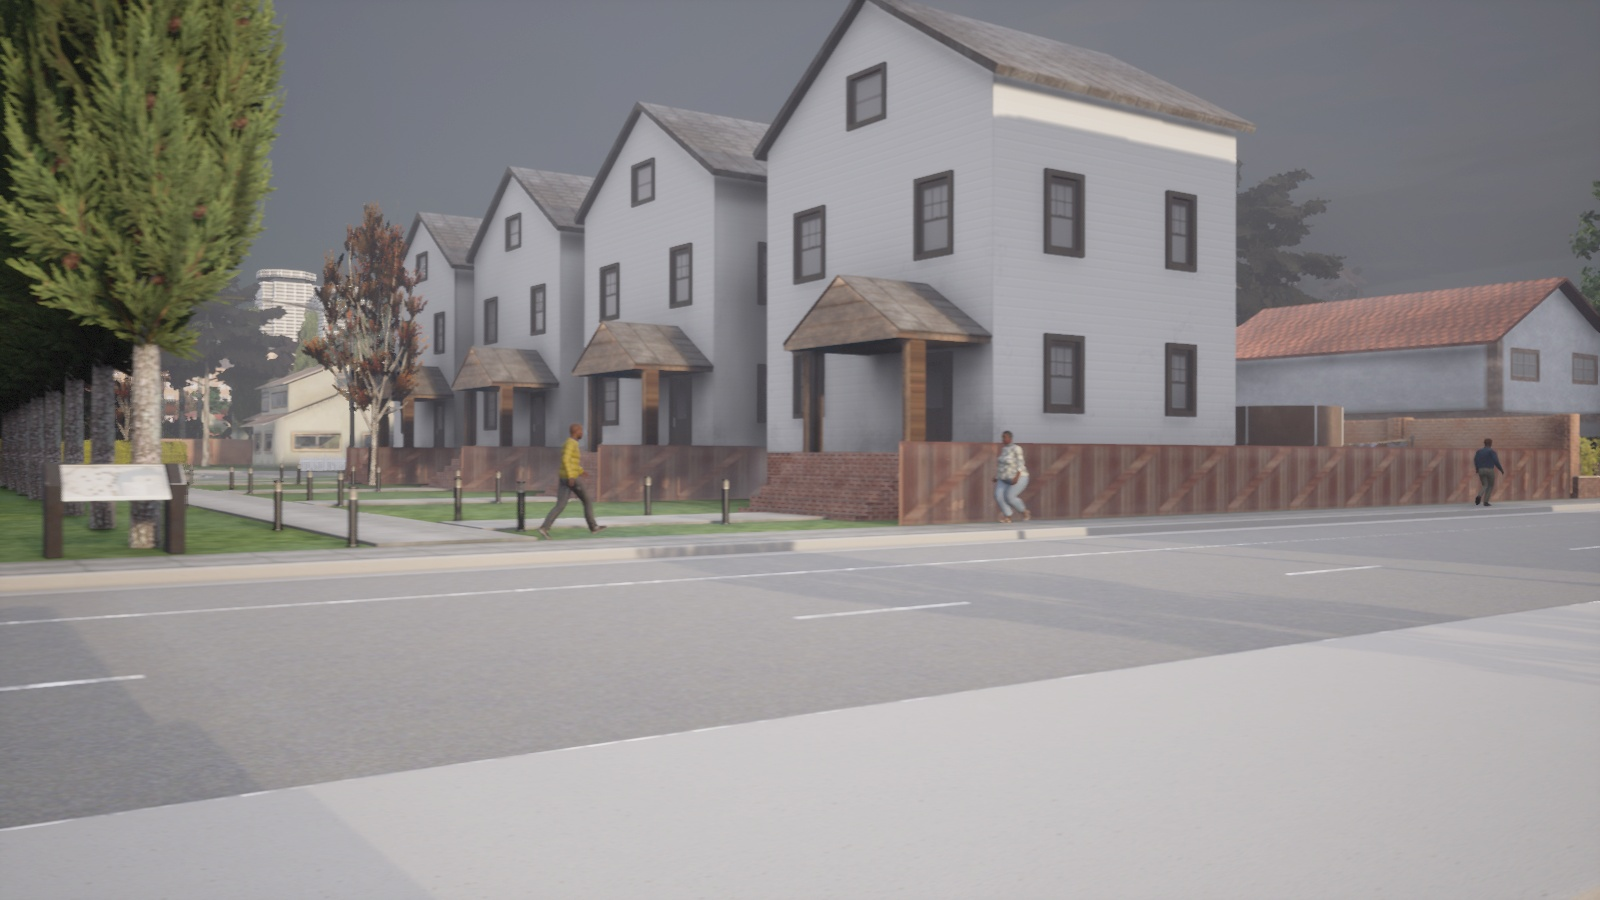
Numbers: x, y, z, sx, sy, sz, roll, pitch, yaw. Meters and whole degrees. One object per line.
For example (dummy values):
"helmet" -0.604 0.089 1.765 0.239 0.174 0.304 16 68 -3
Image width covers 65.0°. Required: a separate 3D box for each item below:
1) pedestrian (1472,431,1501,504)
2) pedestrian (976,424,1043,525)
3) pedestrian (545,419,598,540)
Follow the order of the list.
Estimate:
"pedestrian" 17.519 0.433 32.061 0.726 1.835 0.370 0 0 -36
"pedestrian" 3.922 0.445 23.542 0.900 1.855 0.874 0 0 -29
"pedestrian" -3.531 0.453 19.419 0.726 1.835 0.370 0 0 -26
